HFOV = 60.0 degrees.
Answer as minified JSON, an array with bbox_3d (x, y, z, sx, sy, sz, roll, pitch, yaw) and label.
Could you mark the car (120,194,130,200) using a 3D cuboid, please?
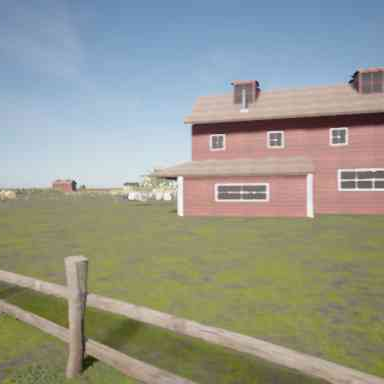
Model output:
[{"bbox_3d":[-11.976,0.844,66.573,1.895,1.301,4.718,-1,1,43],"label":"car"}]
